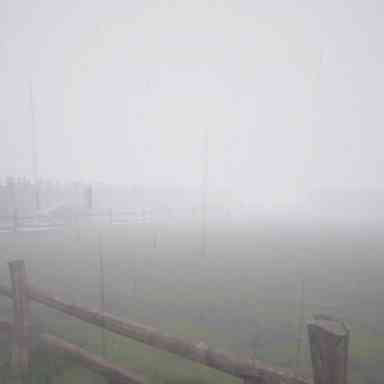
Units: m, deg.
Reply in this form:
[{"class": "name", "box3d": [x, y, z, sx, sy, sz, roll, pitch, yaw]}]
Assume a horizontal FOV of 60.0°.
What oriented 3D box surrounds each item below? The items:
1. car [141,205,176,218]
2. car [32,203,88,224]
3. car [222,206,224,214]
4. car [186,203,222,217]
[{"class": "car", "box3d": [-3.916, 2.238, 39.126, 2.128, 1.511, 4.902, -1, -2, 36]}, {"class": "car", "box3d": [-11.352, 1.806, 28.869, 2.097, 1.767, 4.553, -1, -2, 36]}, {"class": "car", "box3d": [2.750, 2.358, 48.280, 2.097, 1.767, 4.553, -1, -2, 36]}, {"class": "car", "box3d": [1.295, 2.300, 41.301, 1.882, 1.535, 5.008, -1, -2, 36]}]
